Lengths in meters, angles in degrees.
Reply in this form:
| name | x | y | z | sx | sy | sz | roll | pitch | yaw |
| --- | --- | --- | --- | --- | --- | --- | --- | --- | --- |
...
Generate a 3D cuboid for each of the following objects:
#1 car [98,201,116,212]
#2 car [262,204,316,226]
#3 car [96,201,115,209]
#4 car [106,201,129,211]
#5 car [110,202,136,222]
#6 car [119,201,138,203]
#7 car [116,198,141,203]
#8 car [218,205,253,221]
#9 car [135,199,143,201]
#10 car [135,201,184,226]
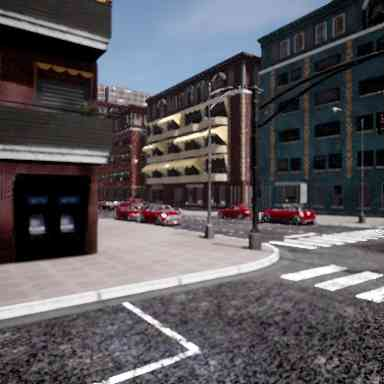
| name | x | y | z | sx | sy | sz | roll | pitch | yaw |
| --- | --- | --- | --- | --- | --- | --- | --- | --- | --- |
| car | -11.898 | 2.153 | 48.534 | 1.895 | 1.301 | 4.718 | 0 | -1 | -34 |
| car | 7.275 | 1.627 | 25.488 | 1.967 | 1.590 | 4.097 | -1 | 0 | -35 |
| car | -14.977 | 2.246 | 57.320 | 1.802 | 1.307 | 4.206 | -1 | 0 | -35 |
| car | -11.799 | 2.147 | 52.772 | 2.008 | 1.369 | 4.403 | -1 | 0 | -35 |
| car | -5.533 | 1.897 | 30.048 | 1.802 | 1.307 | 4.206 | -1 | 0 | -35 |
| car | -5.593 | 1.926 | 34.457 | 1.994 | 1.385 | 4.181 | 0 | -1 | -35 |
| car | -8.625 | 1.843 | 48.225 | 2.192 | 1.841 | 5.009 | -1 | 0 | -35 |
| car | 4.096 | 1.837 | 30.034 | 1.802 | 1.307 | 4.206 | -1 | 0 | -35 |
| car | -5.442 | 2.026 | 43.676 | 1.947 | 1.339 | 4.313 | -1 | 0 | -35 |
| car | -2.357 | 1.687 | 25.500 | 1.967 | 1.590 | 4.097 | -1 | 0 | -35 |
